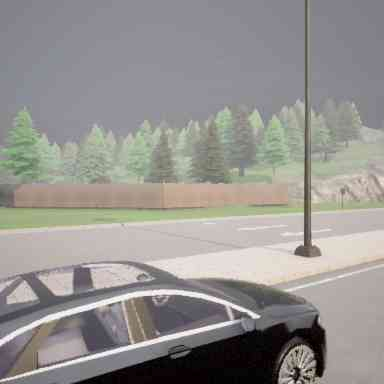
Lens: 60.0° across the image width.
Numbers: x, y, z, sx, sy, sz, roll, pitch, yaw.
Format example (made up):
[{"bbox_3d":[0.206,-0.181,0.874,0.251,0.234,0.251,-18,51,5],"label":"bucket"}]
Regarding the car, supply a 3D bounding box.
[{"bbox_3d":[-0.639,1.490,3.297,4.902,1.511,2.128,0,0,-35],"label":"car"}]
